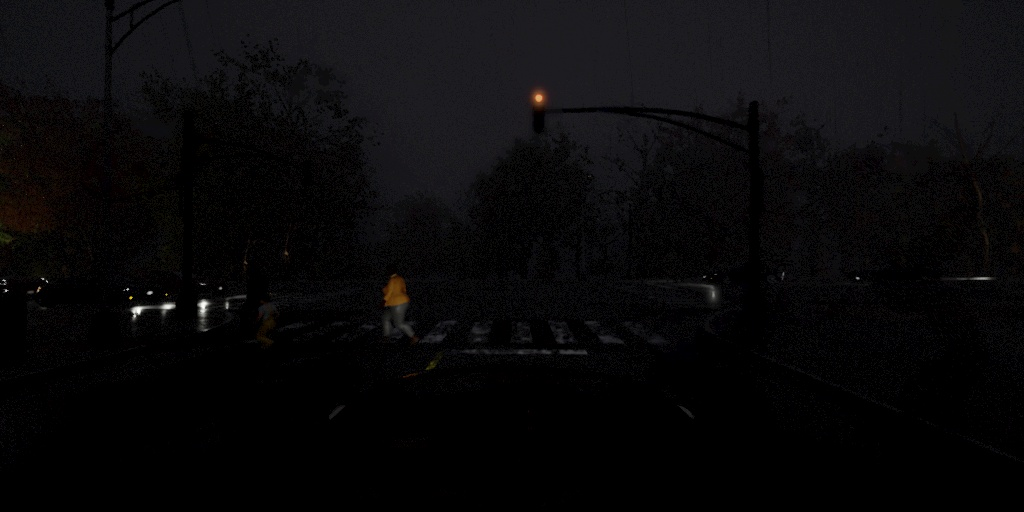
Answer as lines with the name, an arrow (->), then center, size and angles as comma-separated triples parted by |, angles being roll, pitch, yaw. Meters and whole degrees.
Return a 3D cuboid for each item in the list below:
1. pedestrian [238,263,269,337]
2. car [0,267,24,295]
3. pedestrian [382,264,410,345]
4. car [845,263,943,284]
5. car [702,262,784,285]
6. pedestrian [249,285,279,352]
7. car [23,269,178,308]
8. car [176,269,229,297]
pedestrian -> -6.214, 1.040, 8.664 | 0.375, 1.860, 0.375 | 1, -1, 1
car -> -27.467, 1.340, 18.878 | 4.553, 1.767, 2.097 | -1, -1, 2
pedestrian -> -2.588, 1.040, 8.028 | 0.375, 1.860, 0.375 | 1, -1, 1
car -> 25.255, 1.137, 23.843 | 4.718, 1.301, 1.895 | -1, -1, 2
car -> 15.471, 1.141, 24.165 | 4.892, 1.490, 1.837 | -1, -1, 2
pedestrian -> -5.081, 1.321, 7.448 | 0.375, 1.300, 0.375 | 1, -1, 1
car -> -17.361, 1.407, 15.289 | 4.181, 1.385, 1.994 | -1, -1, 2
car -> -17.392, 1.411, 18.547 | 4.674, 1.442, 1.812 | -1, -1, 0
